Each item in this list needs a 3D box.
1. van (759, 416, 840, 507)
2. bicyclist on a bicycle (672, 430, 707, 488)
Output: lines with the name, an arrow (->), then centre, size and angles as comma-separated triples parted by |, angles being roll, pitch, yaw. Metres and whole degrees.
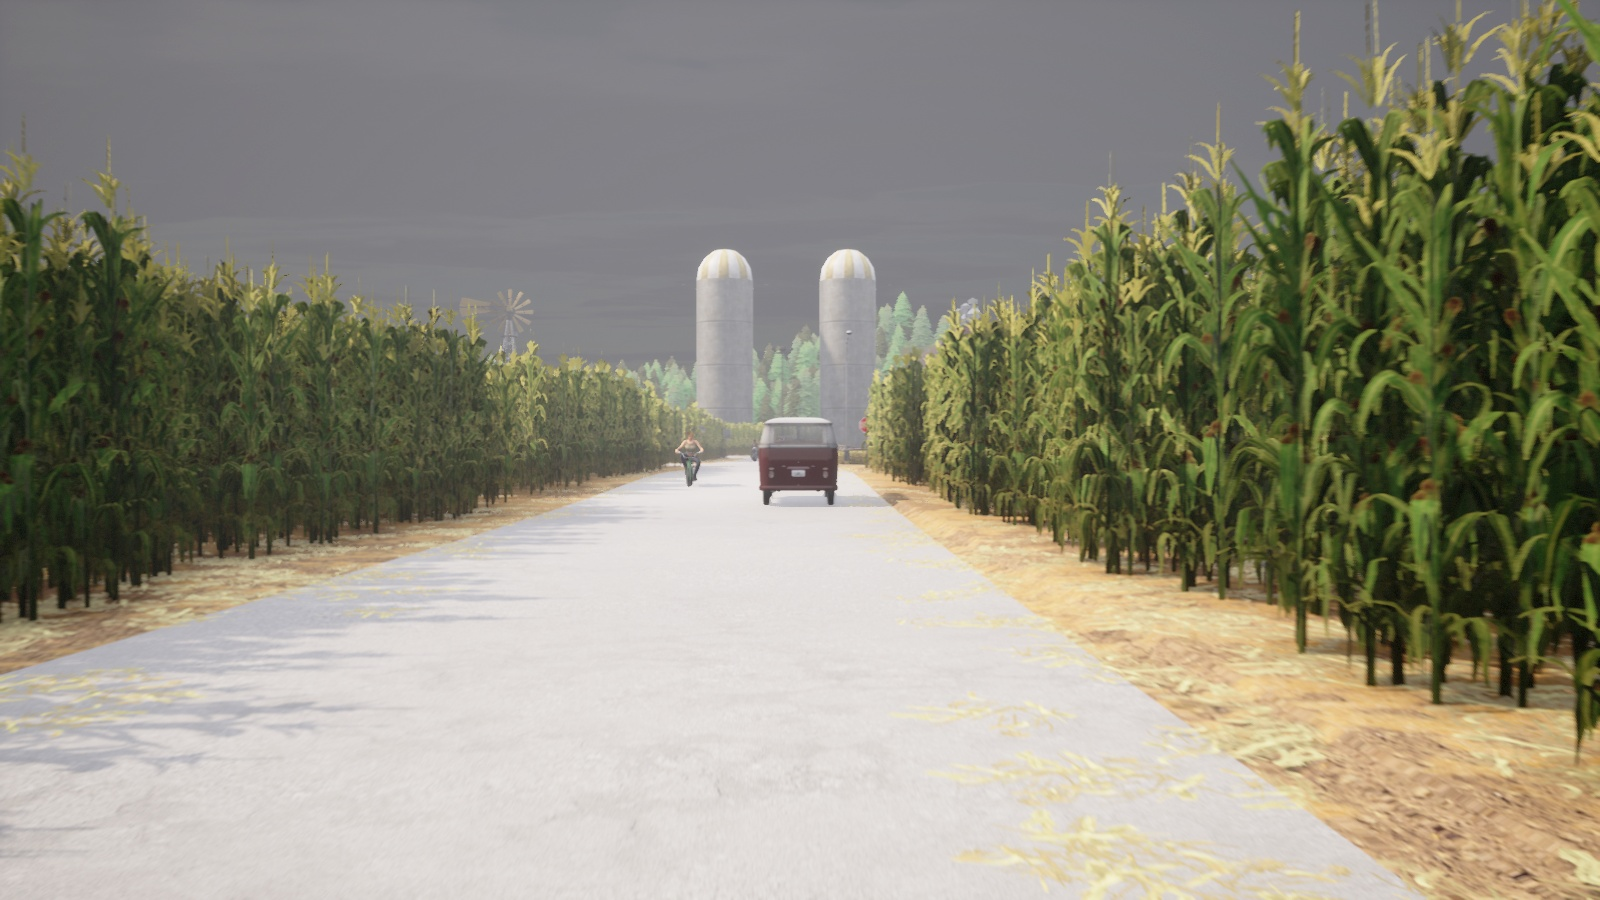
van -> -0.022, 0.207, 29.718 | 1.775, 1.987, 4.442 | 0, 1, 0
bicyclist on a bicycle -> -3.139, 0.251, 35.915 | 0.866, 1.612, 1.509 | 0, 1, 0
